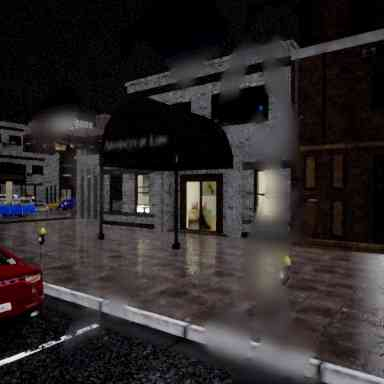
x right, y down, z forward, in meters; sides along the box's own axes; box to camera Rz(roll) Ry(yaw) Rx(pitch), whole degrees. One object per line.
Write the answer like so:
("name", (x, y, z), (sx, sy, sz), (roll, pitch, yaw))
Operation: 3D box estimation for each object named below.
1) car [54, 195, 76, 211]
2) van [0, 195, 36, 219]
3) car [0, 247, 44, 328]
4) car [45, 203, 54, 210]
("car", (-13.712, 1.285, 41.539), (2.150, 2.045, 5.566), (0, 0, 36))
("van", (-15.640, 1.413, 28.724), (1.690, 1.788, 3.998), (0, 0, 35))
("car", (-4.547, 1.544, 6.110), (4.507, 1.381, 1.887), (0, 0, 35))
("car", (-16.244, 1.569, 42.453), (1.752, 1.417, 4.829), (0, 0, 35))
